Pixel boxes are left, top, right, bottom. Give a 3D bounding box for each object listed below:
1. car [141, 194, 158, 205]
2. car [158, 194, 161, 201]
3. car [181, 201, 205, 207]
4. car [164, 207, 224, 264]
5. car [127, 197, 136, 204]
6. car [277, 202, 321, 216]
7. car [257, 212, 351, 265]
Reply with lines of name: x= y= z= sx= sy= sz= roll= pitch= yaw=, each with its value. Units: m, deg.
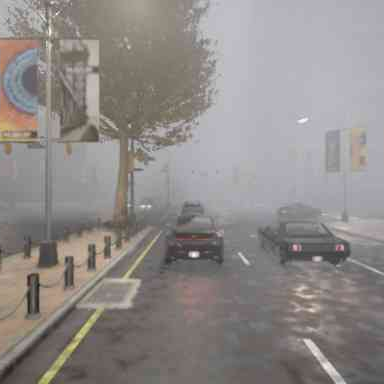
car: x=-8.036 y=1.519 z=60.318 sx=2.128 sy=1.511 sz=4.902 roll=0 pitch=0 yaw=0
car: x=-8.009 y=1.312 z=75.235 sx=1.837 sy=1.490 sz=4.892 roll=0 pitch=0 yaw=0
car: x=0.083 y=1.506 z=29.698 sx=2.128 sy=1.511 sz=4.902 roll=0 pitch=0 yaw=0
car: x=0.073 y=1.511 z=11.825 sx=1.837 sy=1.490 sz=4.892 roll=0 pitch=0 yaw=0
car: x=-11.526 y=1.593 z=60.971 sx=1.994 sy=1.385 sz=4.181 roll=0 pitch=0 yaw=0
car: x=9.163 y=1.578 z=28.326 sx=4.181 sy=1.385 sz=1.994 roll=0 pitch=0 yaw=-37
car: x=3.573 y=1.607 z=11.644 sx=1.895 sy=1.301 sz=4.718 roll=0 pitch=0 yaw=0
